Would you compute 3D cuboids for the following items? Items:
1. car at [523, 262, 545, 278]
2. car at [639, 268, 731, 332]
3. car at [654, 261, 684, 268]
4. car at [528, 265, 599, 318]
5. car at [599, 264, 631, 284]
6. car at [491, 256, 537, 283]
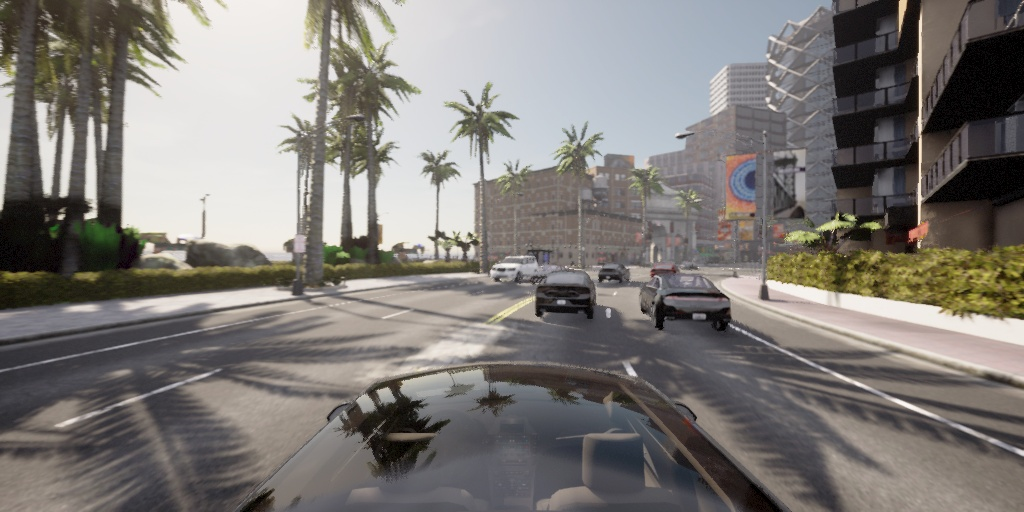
[{"bbox_3d":[3.000,1.355,26.797,2.033,1.411,5.357,0,0,25],"label":"car"},{"bbox_3d":[5.194,1.301,11.289,2.128,1.511,4.902,0,0,13],"label":"car"},{"bbox_3d":[12.747,1.379,29.686,1.882,1.535,5.008,0,0,31],"label":"car"},{"bbox_3d":[2.111,1.261,13.299,1.882,1.535,5.008,0,0,14],"label":"car"},{"bbox_3d":[8.314,1.364,28.973,1.837,1.490,4.892,0,0,28],"label":"car"},{"bbox_3d":[0.365,1.007,29.285,2.150,2.045,5.566,0,0,26],"label":"car"}]
